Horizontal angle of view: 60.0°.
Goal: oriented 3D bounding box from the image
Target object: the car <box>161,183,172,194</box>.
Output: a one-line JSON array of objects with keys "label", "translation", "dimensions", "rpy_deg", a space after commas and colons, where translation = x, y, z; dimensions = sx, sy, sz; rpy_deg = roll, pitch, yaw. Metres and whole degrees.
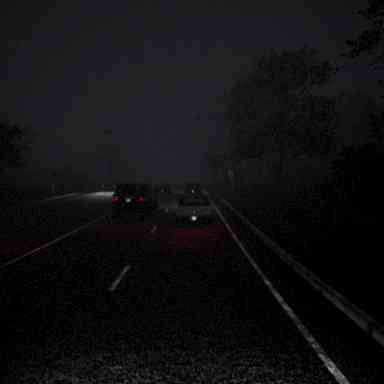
[{"label": "car", "translation": [-3.420, -0.501, 40.352], "dimensions": [1.895, 1.301, 4.718], "rpy_deg": [0, 4, 0]}]

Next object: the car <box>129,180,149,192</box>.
[{"label": "car", "translation": [-7.088, -0.812, 44.675], "dimensions": [1.994, 1.385, 4.181], "rpy_deg": [0, 4, 0]}]

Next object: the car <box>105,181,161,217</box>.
[{"label": "car", "translation": [-3.476, 0.353, 20.932], "dimensions": [2.150, 2.045, 5.566], "rpy_deg": [0, 4, 0]}]

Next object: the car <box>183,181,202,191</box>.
[{"label": "car", "translation": [0.096, -0.472, 38.377], "dimensions": [1.837, 1.490, 4.892], "rpy_deg": [0, 4, 0]}]

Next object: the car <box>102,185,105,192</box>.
[{"label": "car", "translation": [-10.590, -0.772, 44.630], "dimensions": [1.895, 1.301, 4.718], "rpy_deg": [0, 4, 0]}]

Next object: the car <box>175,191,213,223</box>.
[{"label": "car", "translation": [0.098, 0.872, 18.688], "dimensions": [1.895, 1.301, 4.718], "rpy_deg": [0, 4, 0]}]
